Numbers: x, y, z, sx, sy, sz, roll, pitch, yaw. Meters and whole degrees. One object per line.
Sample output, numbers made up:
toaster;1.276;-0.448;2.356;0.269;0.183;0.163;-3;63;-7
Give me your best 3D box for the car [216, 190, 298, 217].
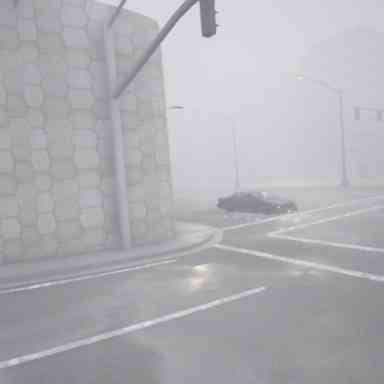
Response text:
car;3.719;0.628;20.220;2.033;1.411;5.357;-7;4;-35
